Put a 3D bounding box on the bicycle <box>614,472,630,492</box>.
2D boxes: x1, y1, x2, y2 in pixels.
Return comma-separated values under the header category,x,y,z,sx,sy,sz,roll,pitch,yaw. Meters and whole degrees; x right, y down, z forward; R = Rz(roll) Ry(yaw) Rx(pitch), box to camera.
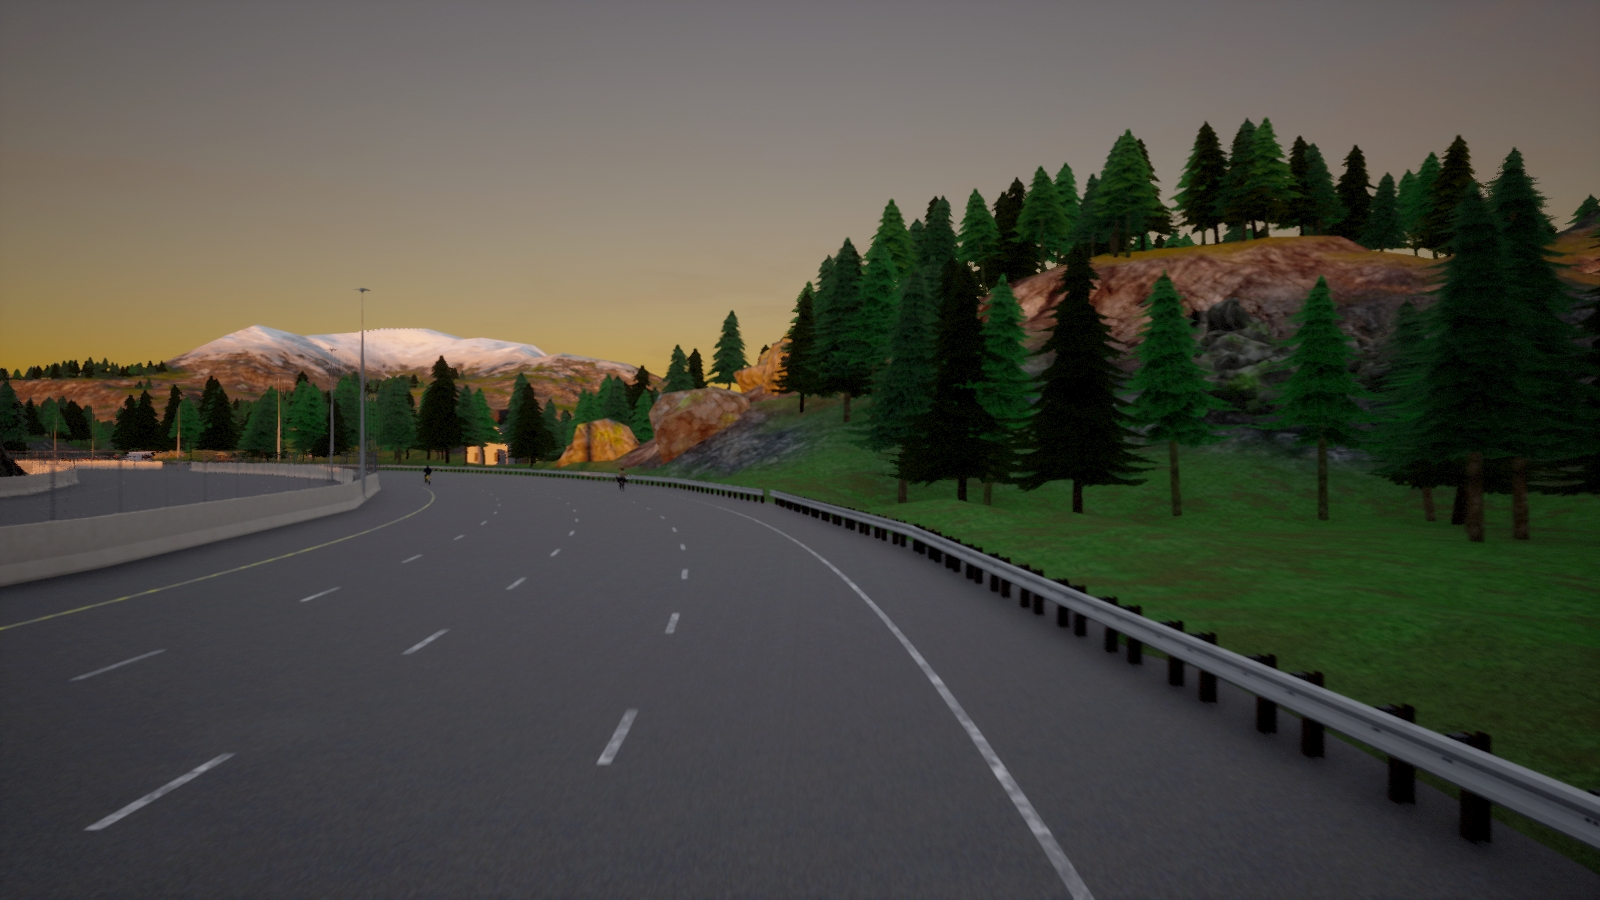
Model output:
category,x,y,z,sx,sy,sz,roll,pitch,yaw
bicycle,-11.997,2.152,76.944,0.859,1.295,1.487,0,0,-19
